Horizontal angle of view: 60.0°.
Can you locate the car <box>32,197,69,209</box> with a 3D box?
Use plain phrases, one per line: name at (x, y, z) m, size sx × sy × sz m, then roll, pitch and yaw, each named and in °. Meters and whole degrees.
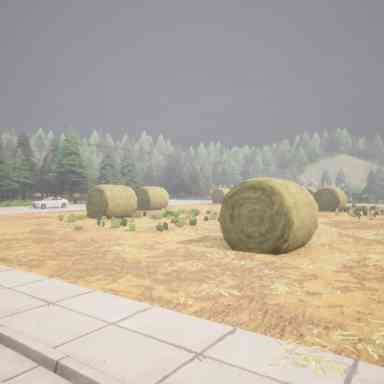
car at (-18.422, 1.404, 43.468) m, size 1.812 × 1.442 × 4.674 m, roll 0°, pitch 0°, yaw 36°
